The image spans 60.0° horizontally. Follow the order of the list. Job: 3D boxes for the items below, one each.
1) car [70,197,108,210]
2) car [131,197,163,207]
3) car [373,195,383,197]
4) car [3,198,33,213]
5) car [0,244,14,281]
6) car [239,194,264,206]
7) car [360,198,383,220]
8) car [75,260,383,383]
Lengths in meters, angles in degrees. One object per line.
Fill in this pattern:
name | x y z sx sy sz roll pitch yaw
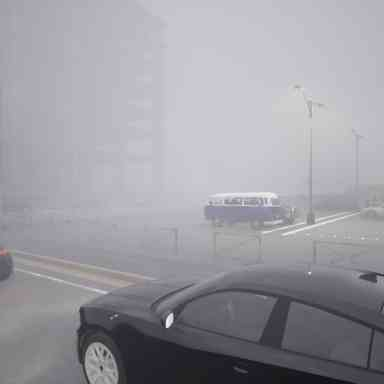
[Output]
car | -12.906 1.422 41.759 1.882 1.535 5.008 0 0 35
car | -6.741 1.492 50.415 2.033 1.411 5.357 0 0 36
car | 17.953 1.153 29.282 4.605 1.855 1.932 0 0 36
car | -18.750 1.422 33.555 1.882 1.535 5.008 0 0 36
car | -6.456 1.564 8.588 4.181 1.385 1.994 0 0 36
car | 11.436 1.545 63.581 1.895 1.301 4.718 0 0 35
car | 14.728 1.395 24.730 3.806 1.475 1.970 0 0 36
car | 0.865 1.478 3.378 5.008 1.535 1.882 0 0 36
